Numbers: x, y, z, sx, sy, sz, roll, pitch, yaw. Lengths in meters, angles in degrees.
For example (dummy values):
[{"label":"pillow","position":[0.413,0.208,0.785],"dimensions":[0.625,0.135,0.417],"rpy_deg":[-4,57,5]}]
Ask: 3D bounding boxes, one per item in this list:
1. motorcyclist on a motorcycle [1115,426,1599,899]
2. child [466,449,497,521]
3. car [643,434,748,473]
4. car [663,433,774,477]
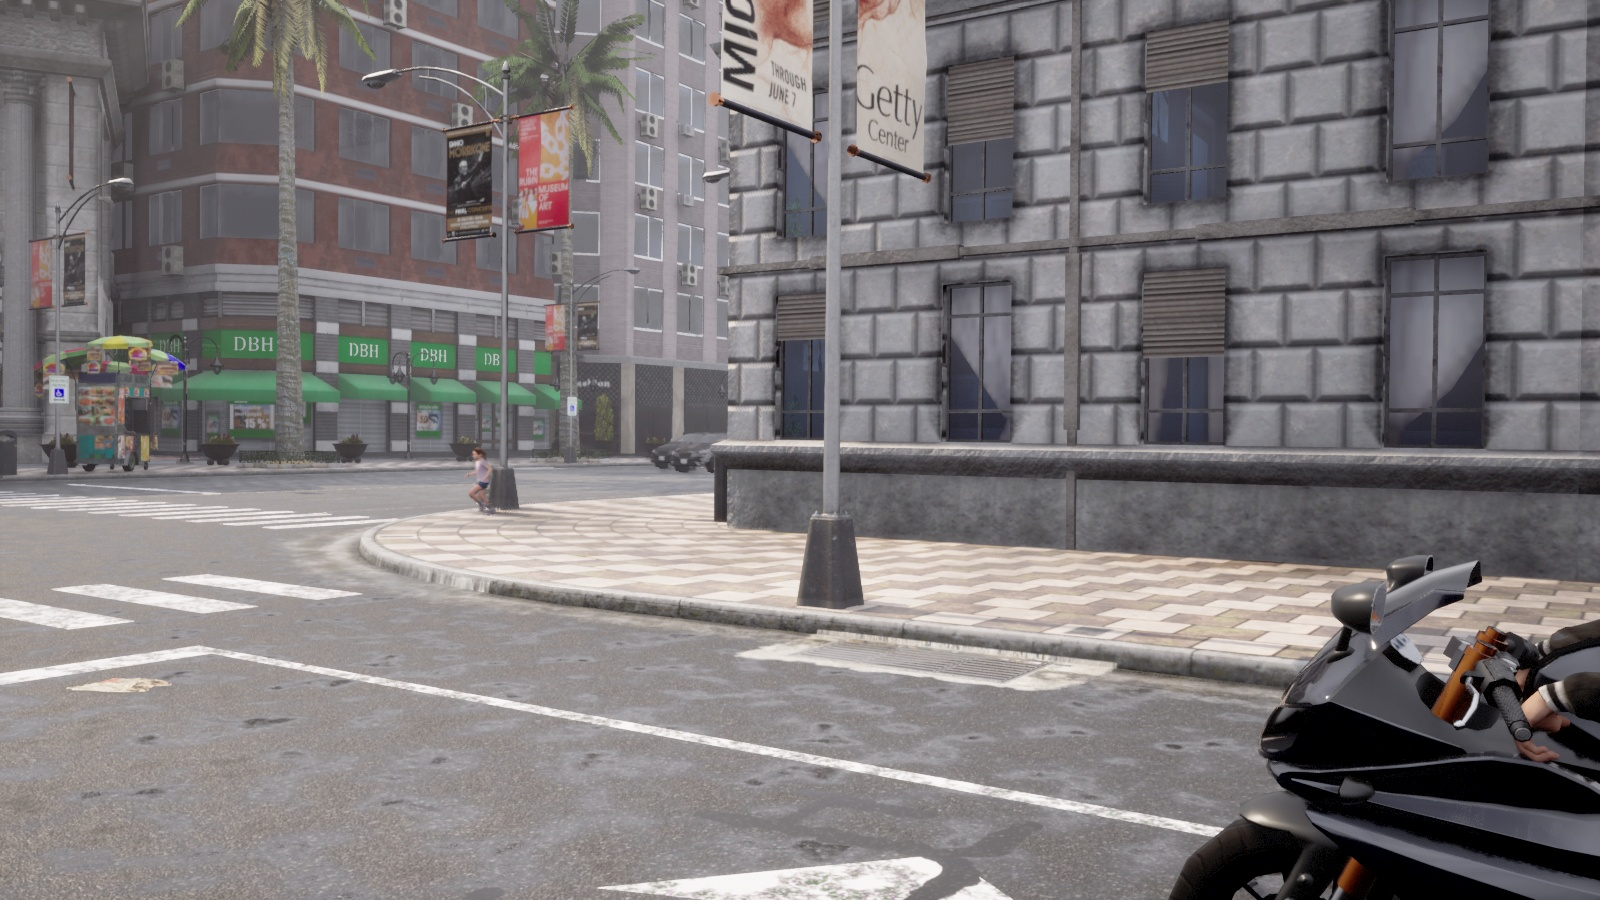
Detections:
[{"label":"motorcyclist on a motorcycle","position":[1.824,0.717,2.412],"dimensions":[2.191,1.530,0.866],"rpy_deg":[0,1,34]},{"label":"child","position":[-5.000,0.543,19.708],"dimensions":[0.394,1.110,0.255],"rpy_deg":[-1,1,-29]},{"label":"car","position":[-4.111,0.098,50.105],"dimensions":[1.816,1.474,4.193],"rpy_deg":[0,1,37]},{"label":"car","position":[-2.916,0.147,45.728],"dimensions":[1.816,1.474,4.193],"rpy_deg":[0,1,35]}]
